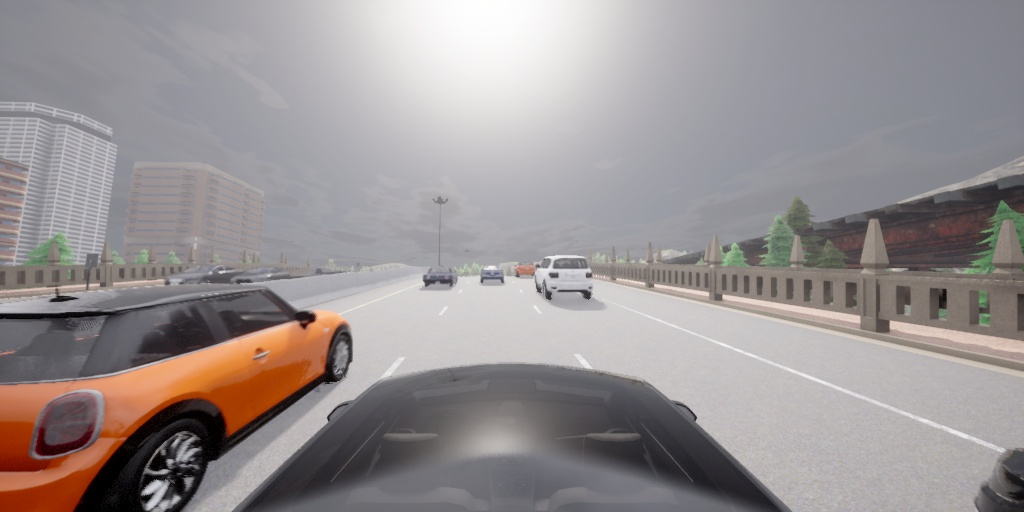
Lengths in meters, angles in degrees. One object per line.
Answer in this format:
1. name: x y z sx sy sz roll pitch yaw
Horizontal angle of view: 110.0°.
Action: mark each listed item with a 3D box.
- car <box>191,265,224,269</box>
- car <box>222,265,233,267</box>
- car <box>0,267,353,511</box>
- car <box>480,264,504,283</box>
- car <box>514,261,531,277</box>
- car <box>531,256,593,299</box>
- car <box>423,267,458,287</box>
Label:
1. car: -18.946 1.299 22.429 2.128 1.511 4.902 0 0 -3
2. car: -15.440 1.370 22.439 1.994 1.385 4.181 0 0 -3
3. car: -3.657 1.111 4.237 2.097 1.767 4.553 0 0 -3
4. car: -1.609 1.366 29.146 2.033 1.411 5.357 0 0 -3
5. car: 1.379 1.343 37.990 2.097 1.767 4.553 0 -2 -3
6. car: 2.522 1.013 18.462 2.150 2.045 5.566 0 0 -3
7. car: -4.877 1.408 25.081 1.895 1.301 4.718 0 0 -3
